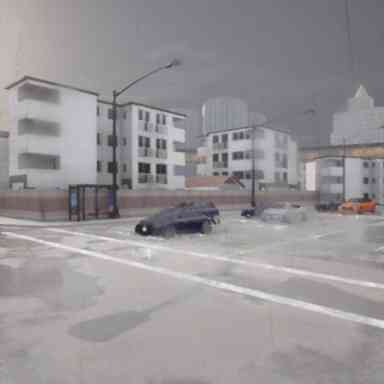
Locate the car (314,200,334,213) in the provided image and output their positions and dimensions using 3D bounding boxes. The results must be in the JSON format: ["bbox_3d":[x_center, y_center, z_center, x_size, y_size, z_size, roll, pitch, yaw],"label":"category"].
[{"bbox_3d":[16.167,1.642,38.486,4.718,1.301,1.895,0,0,-38],"label":"car"}]

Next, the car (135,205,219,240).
[{"bbox_3d":[-0.869,1.592,17.271,1.994,1.385,4.181,0,0,45],"label":"car"}]

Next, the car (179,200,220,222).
[{"bbox_3d":[-0.124,1.392,22.981,4.553,1.767,2.097,0,0,-45],"label":"car"}]

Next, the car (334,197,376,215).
[{"bbox_3d":[17.238,1.380,34.669,4.553,1.767,2.097,0,0,-39],"label":"car"}]

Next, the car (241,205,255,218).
[{"bbox_3d":[6.619,1.589,29.628,5.357,1.411,2.033,0,0,-44],"label":"car"}]

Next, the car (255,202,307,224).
[{"bbox_3d":[7.048,1.554,25.150,4.674,1.442,1.812,0,0,-44],"label":"car"}]
